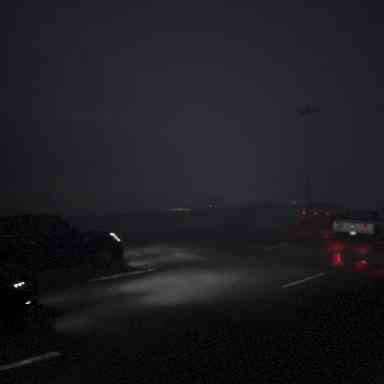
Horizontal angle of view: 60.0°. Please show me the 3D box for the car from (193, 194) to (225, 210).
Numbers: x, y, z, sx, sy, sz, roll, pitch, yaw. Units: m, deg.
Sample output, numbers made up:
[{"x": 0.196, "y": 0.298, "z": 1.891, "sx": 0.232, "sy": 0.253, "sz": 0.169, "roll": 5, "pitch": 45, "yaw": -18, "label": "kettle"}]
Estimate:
[{"x": 2.688, "y": 1.353, "z": 45.388, "sx": 2.150, "sy": 2.045, "sz": 5.566, "roll": 0, "pitch": 0, "yaw": 27, "label": "car"}]

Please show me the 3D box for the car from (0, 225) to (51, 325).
[{"x": -4.915, "y": 1.506, "z": 4.810, "sx": 4.902, "sy": 1.511, "sz": 2.128, "roll": 0, "pitch": 0, "yaw": -35, "label": "car"}]

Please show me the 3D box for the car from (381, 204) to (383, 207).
[{"x": 19.659, "y": 1.568, "z": 32.467, "sx": 1.882, "sy": 1.535, "sz": 5.008, "roll": 0, "pitch": 0, "yaw": 29, "label": "car"}]

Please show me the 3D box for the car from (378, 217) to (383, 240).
[{"x": 8.270, "y": 1.596, "z": 11.497, "sx": 1.994, "sy": 1.385, "sz": 4.181, "roll": 0, "pitch": 0, "yaw": 45, "label": "car"}]

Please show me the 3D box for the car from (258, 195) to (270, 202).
[{"x": 18.839, "y": 1.666, "z": 86.646, "sx": 2.128, "sy": 1.511, "sz": 4.902, "roll": 0, "pitch": 0, "yaw": 26, "label": "car"}]

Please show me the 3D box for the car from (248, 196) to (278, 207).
[{"x": 9.115, "y": 1.598, "z": 42.628, "sx": 1.882, "sy": 1.535, "sz": 5.008, "roll": 0, "pitch": 0, "yaw": 27, "label": "car"}]

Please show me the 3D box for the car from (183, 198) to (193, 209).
[{"x": 0.338, "y": 1.663, "z": 48.479, "sx": 1.812, "sy": 1.442, "sz": 4.674, "roll": 0, "pitch": 0, "yaw": 26, "label": "car"}]

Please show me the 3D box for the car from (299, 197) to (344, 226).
[{"x": 9.327, "y": 1.417, "z": 23.190, "sx": 2.097, "sy": 1.767, "sz": 4.553, "roll": 0, "pitch": 0, "yaw": 39, "label": "car"}]

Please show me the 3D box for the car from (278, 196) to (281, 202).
[{"x": 21.205, "y": 1.724, "z": 83.493, "sx": 1.837, "sy": 1.490, "sz": 4.892, "roll": 0, "pitch": 0, "yaw": 26, "label": "car"}]

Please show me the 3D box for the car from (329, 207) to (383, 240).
[{"x": 9.076, "y": 1.650, "z": 17.349, "sx": 1.895, "sy": 1.301, "sz": 4.718, "roll": 0, "pitch": 0, "yaw": 42, "label": "car"}]

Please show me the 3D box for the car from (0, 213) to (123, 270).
[{"x": -4.321, "y": 1.380, "z": 9.645, "sx": 4.553, "sy": 1.767, "sz": 2.097, "roll": 0, "pitch": 0, "yaw": -38, "label": "car"}]

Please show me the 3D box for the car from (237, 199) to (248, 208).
[{"x": 7.991, "y": 1.700, "z": 48.197, "sx": 1.994, "sy": 1.385, "sz": 4.181, "roll": 0, "pitch": 0, "yaw": 26, "label": "car"}]
